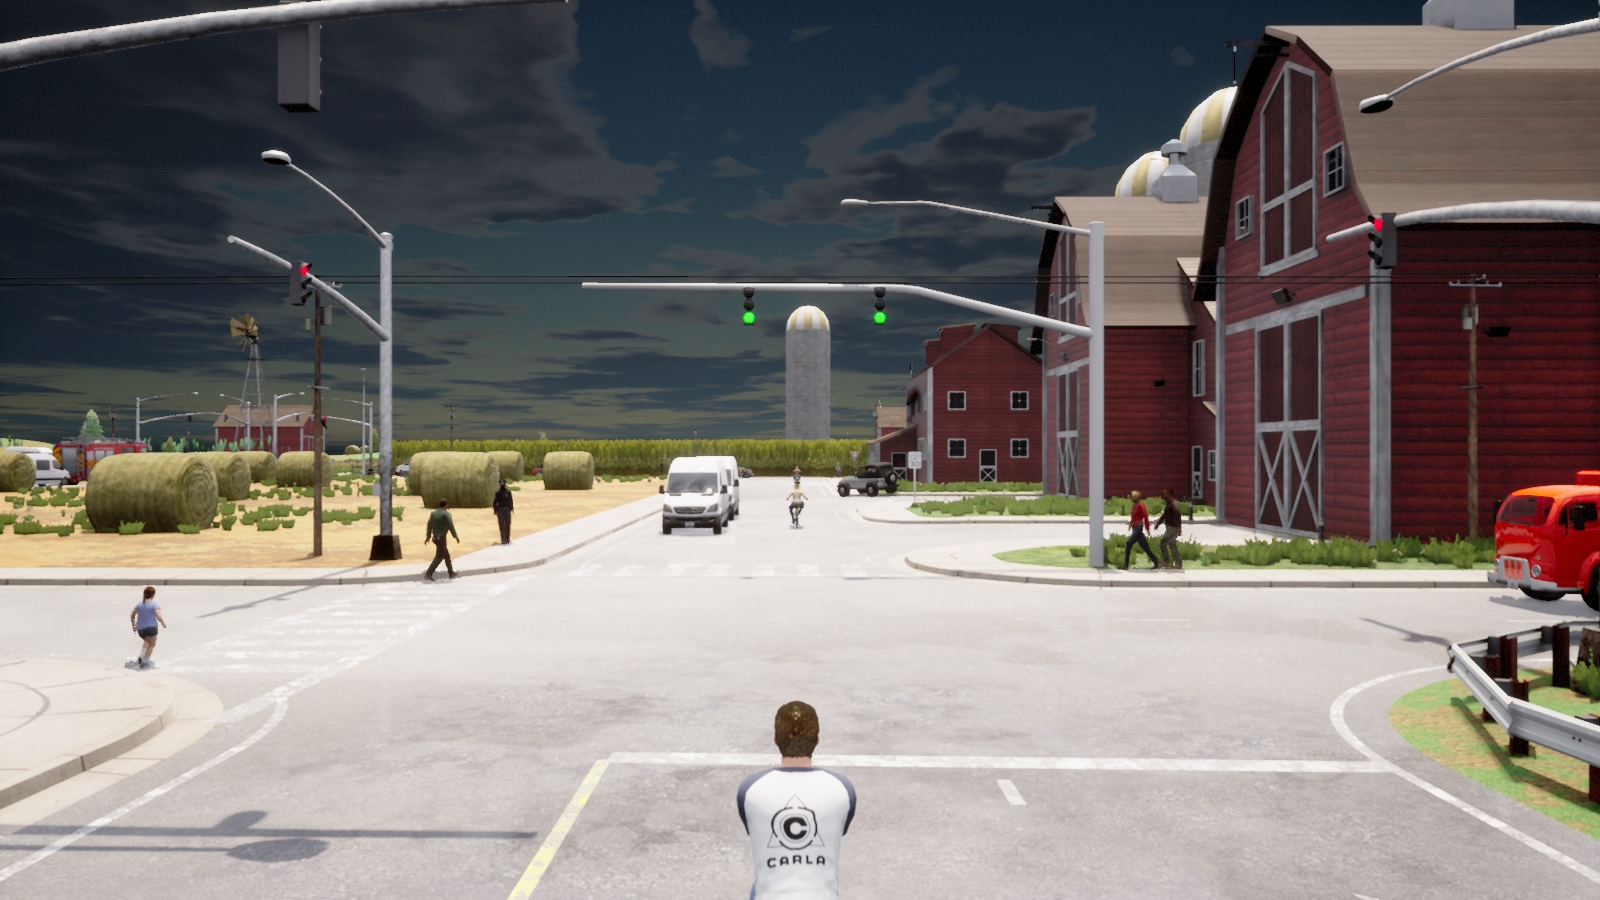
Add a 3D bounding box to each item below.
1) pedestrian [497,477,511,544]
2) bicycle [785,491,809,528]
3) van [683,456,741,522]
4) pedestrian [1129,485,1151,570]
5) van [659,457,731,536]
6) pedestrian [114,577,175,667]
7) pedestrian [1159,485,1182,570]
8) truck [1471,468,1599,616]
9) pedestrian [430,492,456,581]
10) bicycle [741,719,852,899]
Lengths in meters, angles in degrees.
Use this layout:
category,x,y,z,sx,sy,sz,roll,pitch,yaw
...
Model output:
category,x,y,z,sx,sy,sz,roll,pitch,yaw
pedestrian,-8.281,1.684,31.948,0.375,1.860,0.375,0,0,-11
bicycle,-0.112,2.152,41.670,0.859,1.276,1.487,0,0,0
van,-3.628,1.530,47.823,1.988,2.561,5.915,0,0,0
pedestrian,7.505,1.708,25.224,0.375,1.860,0.375,0,0,0
van,-3.607,1.523,40.099,1.988,2.561,5.915,0,0,0
pedestrian,-8.541,2.236,14.896,0.500,1.100,0.500,0,0,1
pedestrian,8.192,1.708,25.264,0.375,1.860,0.375,0,0,0
truck,15.492,1.578,20.642,5.204,2.467,2.627,0,0,0
pedestrian,-7.668,1.846,24.561,0.375,1.860,0.375,0,0,30
bicycle,-0.014,2.032,4.655,0.373,1.496,1.643,0,-1,0
